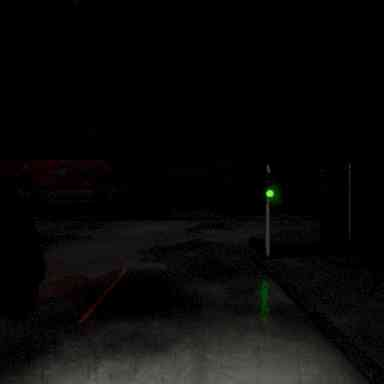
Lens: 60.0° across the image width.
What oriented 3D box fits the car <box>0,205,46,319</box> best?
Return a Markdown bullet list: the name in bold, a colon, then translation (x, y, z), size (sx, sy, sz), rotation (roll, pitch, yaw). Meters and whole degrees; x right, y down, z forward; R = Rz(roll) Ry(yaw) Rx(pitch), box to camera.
- **car**: translation (-4.054, 1.235, 4.488), size (2.150, 2.045, 5.566), rotation (0, 0, 1)
